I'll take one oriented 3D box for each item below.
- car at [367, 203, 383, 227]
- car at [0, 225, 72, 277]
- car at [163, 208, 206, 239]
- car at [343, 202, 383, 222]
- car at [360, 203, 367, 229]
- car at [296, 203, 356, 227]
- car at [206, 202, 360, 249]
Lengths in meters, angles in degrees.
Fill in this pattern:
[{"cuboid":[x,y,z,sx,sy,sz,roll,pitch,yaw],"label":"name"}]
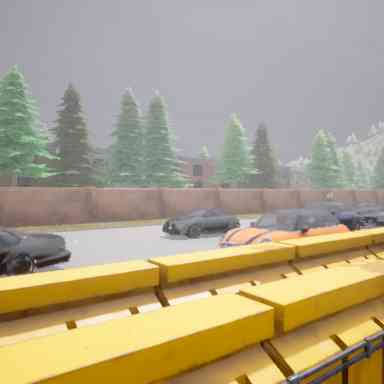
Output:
[{"cuboid":[12.459,1.567,21.345,4.181,1.385,1.994,0,0,-36],"label":"car"},{"cuboid":[-5.923,1.548,8.352,5.357,1.411,2.033,0,0,-36],"label":"car"},{"cuboid":[0.573,1.564,17.278,4.181,1.385,1.994,0,0,-36],"label":"car"},{"cuboid":[14.473,1.564,27.154,4.181,1.385,1.994,0,0,-35],"label":"car"},{"cuboid":[6.787,1.351,17.411,4.553,1.767,2.097,0,0,-35],"label":"car"},{"cuboid":[9.560,1.564,23.589,4.181,1.385,1.994,0,0,-35],"label":"car"},{"cuboid":[2.950,1.351,10.380,4.553,1.767,2.097,0,0,-35],"label":"car"}]
